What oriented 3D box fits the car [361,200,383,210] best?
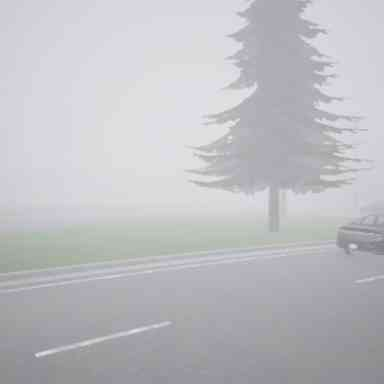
[{"bbox_3d":[16.334,1.412,27.887,2.097,1.767,4.553,0,0,-12],"label":"car"}]

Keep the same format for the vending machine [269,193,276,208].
[{"bbox_3d":[11.127,1.196,46.182,0.880,2.100,1.100,0,0,13],"label":"vending machine"}]

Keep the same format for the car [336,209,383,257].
[{"bbox_3d":[7.245,1.518,11.644,4.902,1.511,2.128,0,0,-28],"label":"car"}]
